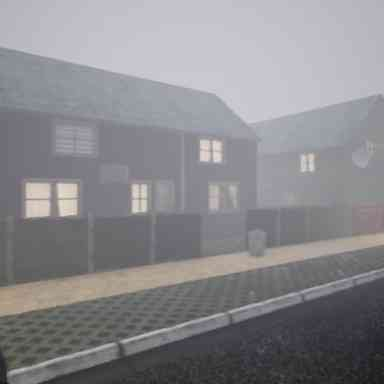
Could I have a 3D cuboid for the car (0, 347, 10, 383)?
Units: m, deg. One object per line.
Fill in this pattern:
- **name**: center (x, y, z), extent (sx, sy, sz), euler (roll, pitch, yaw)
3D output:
- **car**: center (-3.126, 1.491, 0.842), extent (4.902, 1.511, 2.128), euler (0, 0, -36)
